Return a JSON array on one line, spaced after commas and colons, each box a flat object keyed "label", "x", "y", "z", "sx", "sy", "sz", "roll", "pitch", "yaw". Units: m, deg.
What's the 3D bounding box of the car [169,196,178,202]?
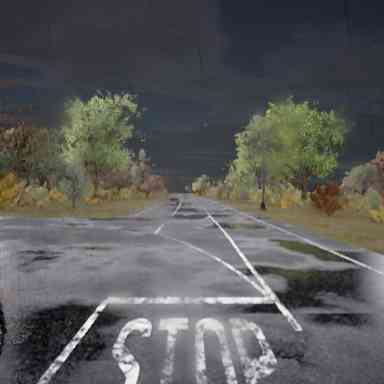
[{"label": "car", "x": -3.922, "y": 1.538, "z": 72.021, "sx": 1.895, "sy": 1.301, "sz": 4.718, "roll": 0, "pitch": 0, "yaw": -1}]

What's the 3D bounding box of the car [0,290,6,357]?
[{"label": "car", "x": -3.505, "y": 1.361, "z": 2.486, "sx": 2.097, "sy": 1.767, "sz": 4.553, "roll": 0, "pitch": 0, "yaw": 0}]
